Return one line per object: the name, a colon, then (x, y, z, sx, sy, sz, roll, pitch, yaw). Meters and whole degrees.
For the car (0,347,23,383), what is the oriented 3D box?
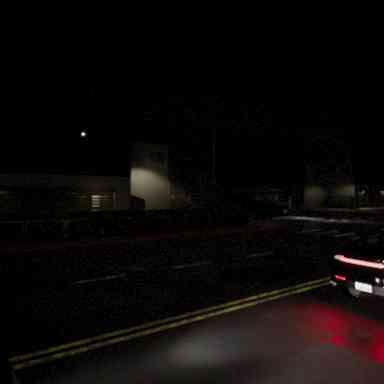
car: (-3.288, 1.593, 1.404, 4.718, 1.301, 1.895, 0, 0, -36)

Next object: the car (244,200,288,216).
car: (7.440, 1.600, 33.616, 2.128, 1.511, 4.902, 0, 0, -36)

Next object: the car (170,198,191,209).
car: (-2.074, 1.612, 46.665, 1.837, 1.490, 4.892, 0, 0, -36)

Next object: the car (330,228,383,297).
car: (5.091, 1.527, 7.441, 4.902, 1.511, 2.128, 0, 0, -35)
